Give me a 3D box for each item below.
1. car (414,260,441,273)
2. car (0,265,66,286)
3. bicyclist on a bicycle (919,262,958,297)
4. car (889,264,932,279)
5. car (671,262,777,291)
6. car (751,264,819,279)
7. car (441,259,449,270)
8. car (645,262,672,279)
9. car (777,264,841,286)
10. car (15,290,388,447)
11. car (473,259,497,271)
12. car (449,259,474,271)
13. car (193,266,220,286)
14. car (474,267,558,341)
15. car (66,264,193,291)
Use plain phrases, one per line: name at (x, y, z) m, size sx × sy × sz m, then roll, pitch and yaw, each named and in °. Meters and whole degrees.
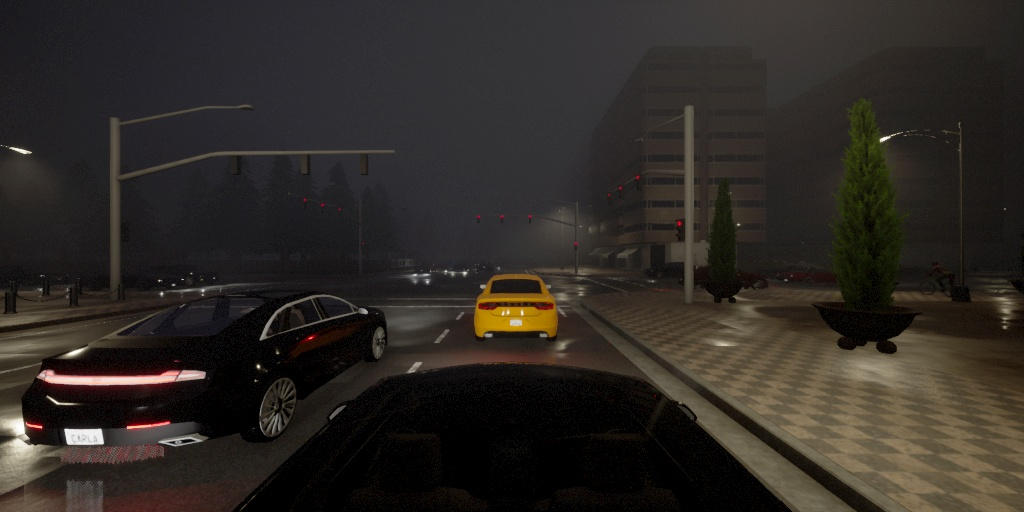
car at (-10.394, 1.351, 43.599) m, size 1.895 × 1.301 × 4.718 m, roll 0°, pitch 0°, yaw 1°
car at (-34.054, 1.332, 25.144) m, size 4.674 × 1.442 × 1.812 m, roll 0°, pitch 0°, yaw 0°
bicyclist on a bicycle at (20.278, 1.106, 17.026) m, size 0.582 × 1.620 × 1.656 m, roll 0°, pitch 0°, yaw 0°
car at (34.904, 1.406, 32.547) m, size 4.718 × 1.301 × 1.895 m, roll 0°, pitch 0°, yaw 0°
car at (12.755, 1.283, 21.784) m, size 5.008 × 1.535 × 1.882 m, roll 0°, pitch 0°, yaw 0°
car at (24.704, 1.406, 32.522) m, size 4.718 × 1.301 × 1.895 m, roll 0°, pitch 0°, yaw 0°
car at (-9.804, 1.228, 52.985) m, size 1.882 × 1.535 × 5.008 m, roll 0°, pitch 0°, yaw 7°
car at (14.628, 1.283, 32.491) m, size 5.008 × 1.535 × 1.882 m, roll 0°, pitch 0°, yaw 0°
car at (21.555, 1.406, 25.314) m, size 4.718 × 1.301 × 1.895 m, roll 0°, pitch 0°, yaw 0°
car at (-3.425, 1.242, 5.313) m, size 2.128 × 1.511 × 4.902 m, roll 0°, pitch 0°, yaw 0°
car at (-3.289, 1.314, 44.950) m, size 1.994 × 1.385 × 4.181 m, roll 0°, pitch 0°, yaw 1°
car at (-6.685, 1.228, 48.383) m, size 1.882 × 1.535 × 5.008 m, roll 0°, pitch 0°, yaw 3°
car at (-23.323, 1.310, 25.165) m, size 4.892 × 1.490 × 1.837 m, roll 0°, pitch 0°, yaw 0°
car at (0.101, 1.228, 9.897) m, size 1.882 × 1.535 × 5.008 m, roll 0°, pitch 0°, yaw 0°
car at (-22.995, 1.353, 21.688) m, size 5.357 × 1.411 × 2.033 m, roll 0°, pitch 0°, yaw 3°
